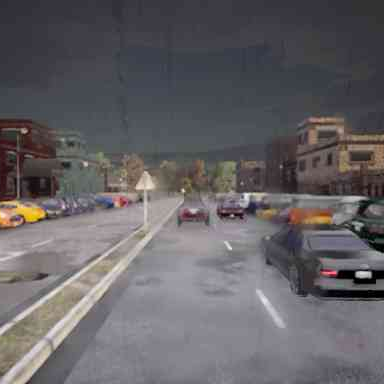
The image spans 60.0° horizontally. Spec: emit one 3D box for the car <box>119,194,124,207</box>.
[{"bbox_3d":[-12.374,1.399,44.636,5.366,1.575,1.946,0,0,0],"label":"car"}]

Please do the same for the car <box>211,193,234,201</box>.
[{"bbox_3d":[7.665,1.322,84.489,5.566,2.045,2.435,0,0,0],"label":"car"}]

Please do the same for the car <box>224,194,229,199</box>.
[{"bbox_3d":[7.824,1.422,48.645,5.366,1.575,1.946,0,0,0],"label":"car"}]

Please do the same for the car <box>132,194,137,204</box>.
[{"bbox_3d":[-12.546,1.477,58.406,4.674,1.452,2.002,0,0,0],"label":"car"}]

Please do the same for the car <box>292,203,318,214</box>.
[{"bbox_3d":[7.645,1.447,15.559,5.008,1.535,2.097,0,0,0],"label":"car"}]

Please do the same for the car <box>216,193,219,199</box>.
[{"bbox_3d":[7.631,1.473,65.187,4.892,1.521,2.231,0,0,0],"label":"car"}]

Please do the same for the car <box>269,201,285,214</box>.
[{"bbox_3d":[7.637,1.474,21.074,4.674,1.452,2.002,0,0,0],"label":"car"}]

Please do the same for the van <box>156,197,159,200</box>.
[{"bbox_3d":[-12.405,1.411,94.537,4.442,1.987,1.878,0,0,0],"label":"van"}]

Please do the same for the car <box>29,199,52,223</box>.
[{"bbox_3d":[-12.571,1.404,22.407,5.008,1.535,2.097,0,0,0],"label":"car"}]

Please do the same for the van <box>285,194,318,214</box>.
[{"bbox_3d":[7.756,1.214,18.316,4.442,1.987,1.878,0,0,0],"label":"van"}]

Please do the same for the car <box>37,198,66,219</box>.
[{"bbox_3d":[-12.580,1.401,25.183,4.892,1.521,2.231,0,0,0],"label":"car"}]

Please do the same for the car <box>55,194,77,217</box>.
[{"bbox_3d":[-12.540,1.271,27.961,4.553,1.767,2.185,0,0,0],"label":"car"}]

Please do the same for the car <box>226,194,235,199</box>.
[{"bbox_3d":[7.632,1.422,45.889,4.892,1.521,2.231,0,0,0],"label":"car"}]

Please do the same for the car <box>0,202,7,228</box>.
[{"bbox_3d":[-12.574,1.414,16.846,5.008,1.535,2.097,0,0,0],"label":"car"}]

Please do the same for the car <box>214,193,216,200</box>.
[{"bbox_3d":[7.669,1.371,70.702,4.553,1.767,2.185,0,0,0],"label":"car"}]

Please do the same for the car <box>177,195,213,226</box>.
[{"bbox_3d":[0.100,1.301,23.308,2.097,1.767,4.553,0,0,0],"label":"car"}]

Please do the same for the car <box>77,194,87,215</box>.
[{"bbox_3d":[-12.538,1.269,30.742,4.553,1.767,2.185,0,0,0],"label":"car"}]

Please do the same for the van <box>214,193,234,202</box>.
[{"bbox_3d":[7.520,1.315,78.974,4.442,1.987,1.878,0,0,0],"label":"van"}]

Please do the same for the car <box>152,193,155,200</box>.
[{"bbox_3d":[-12.561,1.301,80.766,5.566,2.045,2.435,0,0,0],"label":"car"}]

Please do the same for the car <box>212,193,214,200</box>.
[{"bbox_3d":[7.643,1.525,76.216,5.008,1.535,2.097,0,0,0],"label":"car"}]

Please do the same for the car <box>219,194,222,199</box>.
[{"bbox_3d":[7.632,1.445,56.917,4.892,1.521,2.231,0,0,0],"label":"car"}]

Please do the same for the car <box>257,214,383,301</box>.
[{"bbox_3d":[3.106,1.531,8.505,2.033,1.411,5.357,0,0,0],"label":"car"}]

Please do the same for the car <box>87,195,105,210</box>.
[{"bbox_3d":[-12.559,1.395,36.300,4.892,1.521,2.231,0,0,0],"label":"car"}]

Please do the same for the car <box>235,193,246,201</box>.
[{"bbox_3d":[7.667,1.165,34.860,5.566,2.045,2.435,0,0,0],"label":"car"}]

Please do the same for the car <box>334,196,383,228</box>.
[{"bbox_3d":[7.668,1.209,10.043,5.566,2.045,2.435,0,0,0],"label":"car"}]

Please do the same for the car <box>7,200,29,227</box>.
[{"bbox_3d":[-12.609,1.283,19.625,4.553,1.767,2.185,0,0,0],"label":"car"}]

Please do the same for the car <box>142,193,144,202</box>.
[{"bbox_3d":[-12.571,1.221,66.869,5.566,2.045,2.435,0,0,0],"label":"car"}]

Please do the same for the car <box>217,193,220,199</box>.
[{"bbox_3d":[7.632,1.462,62.430,4.892,1.521,2.231,0,0,0],"label":"car"}]

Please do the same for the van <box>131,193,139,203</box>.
[{"bbox_3d":[-12.664,1.222,61.311,4.442,1.987,1.878,0,0,0],"label":"van"}]

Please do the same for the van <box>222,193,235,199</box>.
[{"bbox_3d":[7.520,1.211,54.036,4.442,1.987,1.878,0,0,0],"label":"van"}]

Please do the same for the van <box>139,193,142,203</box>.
[{"bbox_3d":[-12.428,1.233,64.088,4.442,1.987,1.878,0,0,0],"label":"van"}]

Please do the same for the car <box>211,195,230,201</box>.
[{"bbox_3d":[7.643,1.606,90.002,4.892,1.521,2.231,0,0,0],"label":"car"}]

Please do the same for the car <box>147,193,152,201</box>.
[{"bbox_3d":[-12.508,1.266,75.081,5.566,2.045,2.435,0,0,0],"label":"car"}]

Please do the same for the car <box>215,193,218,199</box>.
[{"bbox_3d":[7.606,1.358,67.945,4.553,1.767,2.185,0,0,0],"label":"car"}]

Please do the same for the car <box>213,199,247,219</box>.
[{"bbox_3d":[3.092,1.543,27.925,1.895,1.301,4.718,0,0,0],"label":"car"}]

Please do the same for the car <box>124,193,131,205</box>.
[{"bbox_3d":[-12.527,1.161,50.193,5.566,2.045,2.435,0,0,0],"label":"car"}]

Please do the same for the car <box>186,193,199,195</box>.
[{"bbox_3d":[0.096,1.156,41.032,2.150,2.045,5.566,0,0,0],"label":"car"}]

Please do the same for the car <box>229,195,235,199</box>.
[{"bbox_3d":[7.668,1.448,43.130,4.792,1.488,2.163,0,0,0],"label":"car"}]

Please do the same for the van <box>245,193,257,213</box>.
[{"bbox_3d":[7.755,1.192,32.102,4.442,1.987,1.878,0,0,0],"label":"van"}]

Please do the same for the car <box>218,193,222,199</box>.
[{"bbox_3d":[7.632,1.453,59.673,4.892,1.521,2.231,0,0,0],"label":"car"}]

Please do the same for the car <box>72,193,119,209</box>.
[{"bbox_3d":[-12.533,1.146,41.858,5.566,2.045,2.435,0,0,0],"label":"car"}]

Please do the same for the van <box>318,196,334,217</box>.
[{"bbox_3d":[7.523,1.228,12.801,4.442,1.987,1.878,0,0,0],"label":"van"}]

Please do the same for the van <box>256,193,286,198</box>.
[{"bbox_3d":[7.756,1.198,26.589,4.442,1.987,1.878,0,0,0],"label":"van"}]

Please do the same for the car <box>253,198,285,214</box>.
[{"bbox_3d":[7.454,1.426,23.831,5.366,1.575,1.946,0,0,0],"label":"car"}]

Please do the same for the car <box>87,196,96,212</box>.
[{"bbox_3d":[-12.565,1.434,33.521,4.674,1.452,2.002,0,0,0],"label":"car"}]
